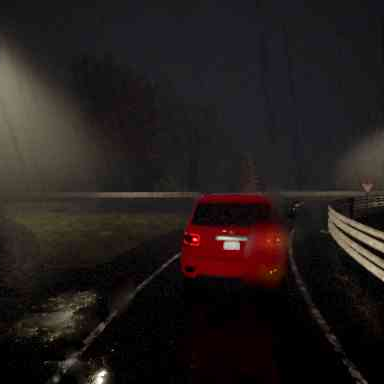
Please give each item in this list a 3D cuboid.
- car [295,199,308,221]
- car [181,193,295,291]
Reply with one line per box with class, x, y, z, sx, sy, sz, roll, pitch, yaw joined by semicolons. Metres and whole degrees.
car;6.412;1.102;22.219;1.994;1.385;4.181;1;1;29
car;1.159;1.034;8.798;2.150;2.045;5.566;0;1;9
